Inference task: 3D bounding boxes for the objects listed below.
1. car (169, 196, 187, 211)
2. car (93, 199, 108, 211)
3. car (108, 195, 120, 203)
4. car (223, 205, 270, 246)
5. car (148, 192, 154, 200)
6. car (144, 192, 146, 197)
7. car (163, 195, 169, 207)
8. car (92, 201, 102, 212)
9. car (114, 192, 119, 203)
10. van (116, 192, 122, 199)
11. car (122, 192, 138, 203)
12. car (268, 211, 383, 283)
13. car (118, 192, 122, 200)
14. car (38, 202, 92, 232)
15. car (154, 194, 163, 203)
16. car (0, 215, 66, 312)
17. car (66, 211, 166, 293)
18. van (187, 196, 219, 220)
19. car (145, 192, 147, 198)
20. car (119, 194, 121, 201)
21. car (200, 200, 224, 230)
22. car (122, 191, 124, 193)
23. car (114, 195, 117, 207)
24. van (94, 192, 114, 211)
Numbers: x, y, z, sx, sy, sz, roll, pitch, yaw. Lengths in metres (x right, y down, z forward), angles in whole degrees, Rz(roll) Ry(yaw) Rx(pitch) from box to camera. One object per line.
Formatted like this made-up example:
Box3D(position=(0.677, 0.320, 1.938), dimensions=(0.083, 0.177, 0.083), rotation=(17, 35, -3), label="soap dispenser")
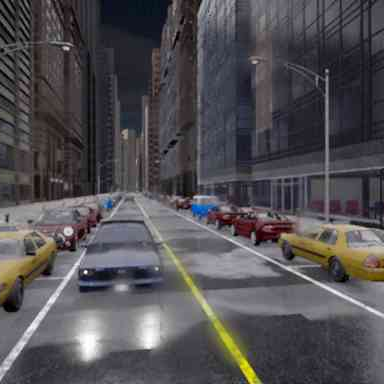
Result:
Box3D(position=(-1.081, 1.338, 36.749), dimensions=(1.887, 1.381, 4.507), rotation=(0, 0, -11), label="car")
Box3D(position=(-7.395, 1.420, 24.158), dimensions=(1.887, 1.381, 4.507), rotation=(0, 0, -11), label="car")
Box3D(position=(-14.617, 1.238, 62.698), dimensions=(1.947, 1.339, 4.313), rotation=(0, 0, -11), label="car")
Box3D(position=(3.046, 1.455, 14.724), dimensions=(1.887, 1.381, 4.507), rotation=(0, 0, -11), label="car")
Box3D(position=(-8.304, 1.157, 75.293), dimensions=(1.947, 1.339, 4.313), rotation=(0, 0, -11), label="car")
Box3D(position=(-11.400, 0.950, 91.810), dimensions=(1.967, 1.590, 4.097), rotation=(0, 0, -11), label="car")
Box3D(position=(-2.113, 1.204, 42.254), dimensions=(1.967, 1.590, 4.097), rotation=(0, 0, -11), label="car")
Box3D(position=(-6.363, 1.450, 18.651), dimensions=(1.887, 1.381, 4.507), rotation=(0, 0, -11), label="car")
Box3D(position=(-11.522, 1.199, 46.180), dimensions=(1.967, 1.590, 4.097), rotation=(0, 0, -11), label="car")
Box3D(position=(-19.776, 0.875, 90.226), dimensions=(1.690, 1.788, 3.998), rotation=(0, 0, -11), label="van")
Box3D(position=(-11.580, 1.221, 61.473), dimensions=(2.033, 1.411, 5.357), rotation=(0, 0, -11), label="car")
Box3D(position=(4.047, 1.464, 9.384), dimensions=(1.752, 1.417, 4.829), rotation=(0, 0, -11), label="car")
Box3D(position=(-13.586, 1.141, 57.192), dimensions=(1.967, 1.590, 4.097), rotation=(0, 0, -11), label="car")
Box3D(position=(-5.331, 1.374, 13.145), dimensions=(1.967, 1.590, 4.097), rotation=(0, 0, -11), label="car")
Box3D(position=(-5.208, 1.221, 58.773), dimensions=(1.887, 1.381, 4.507), rotation=(0, 0, -11), label="car")
Box3D(position=(-4.269, 1.490, 7.472), dimensions=(1.752, 1.417, 4.829), rotation=(0, 0, -11), label="car")
Box3D(position=(-1.889, 1.498, 9.211), dimensions=(2.033, 1.411, 5.357), rotation=(0, 0, -11), label="car")
Box3D(position=(0.983, 1.193, 25.735), dimensions=(1.690, 1.788, 3.998), rotation=(0, 0, -11), label="van")
Box3D(position=(-10.368, 1.087, 86.304), dimensions=(2.008, 1.369, 4.403), rotation=(0, 0, -11), label="car")
Box3D(position=(-12.554, 1.296, 51.687), dimensions=(1.947, 1.339, 4.313), rotation=(0, 0, -11), label="car")
Box3D(position=(2.014, 1.425, 20.230), dimensions=(1.887, 1.381, 4.507), rotation=(0, 0, -11), label="car")
Box3D(position=(-15.649, 0.958, 68.203), dimensions=(2.192, 1.841, 5.009), rotation=(0, 0, -11), label="car")
Box3D(position=(-10.491, 1.370, 40.675), dimensions=(1.802, 1.307, 4.206), rotation=(0, 0, -11), label="car")
Box3D(position=(-9.459, 1.158, 35.168), dimensions=(1.690, 1.788, 3.998), rotation=(0, 0, -11), label="van")
